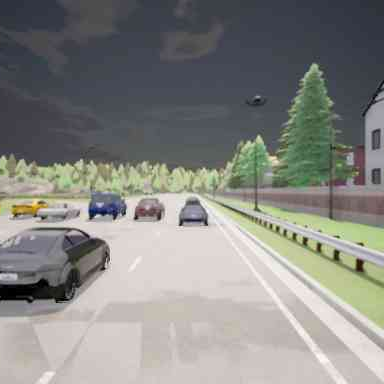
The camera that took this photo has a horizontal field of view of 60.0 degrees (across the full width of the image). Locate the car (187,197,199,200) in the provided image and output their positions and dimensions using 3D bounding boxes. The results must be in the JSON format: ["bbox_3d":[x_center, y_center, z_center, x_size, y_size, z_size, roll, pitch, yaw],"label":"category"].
[{"bbox_3d":[0.104,1.371,41.182,1.837,1.490,4.892,0,0,0],"label":"car"}]

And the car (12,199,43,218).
[{"bbox_3d":[-13.902,1.381,29.417,1.882,1.535,5.008,0,0,0],"label":"car"}]

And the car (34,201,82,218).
[{"bbox_3d":[-10.397,1.514,26.558,1.895,1.301,4.718,0,0,0],"label":"car"}]

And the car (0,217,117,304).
[{"bbox_3d":[-3.400,1.537,8.165,1.994,1.385,4.181,0,0,0],"label":"car"}]

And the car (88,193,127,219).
[{"bbox_3d":[-6.896,1.132,27.585,2.150,2.045,5.566,0,0,0],"label":"car"}]

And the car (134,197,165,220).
[{"bbox_3d":[-3.395,1.263,27.399,2.097,1.767,4.553,0,0,0],"label":"car"}]

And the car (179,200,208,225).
[{"bbox_3d":[0.104,1.488,23.413,1.994,1.385,4.181,0,0,0],"label":"car"}]
